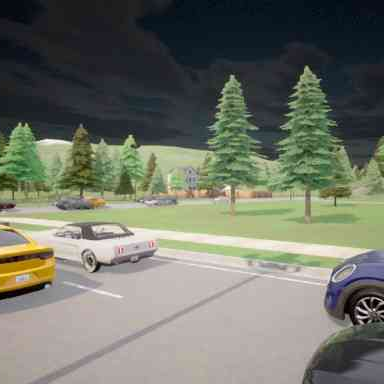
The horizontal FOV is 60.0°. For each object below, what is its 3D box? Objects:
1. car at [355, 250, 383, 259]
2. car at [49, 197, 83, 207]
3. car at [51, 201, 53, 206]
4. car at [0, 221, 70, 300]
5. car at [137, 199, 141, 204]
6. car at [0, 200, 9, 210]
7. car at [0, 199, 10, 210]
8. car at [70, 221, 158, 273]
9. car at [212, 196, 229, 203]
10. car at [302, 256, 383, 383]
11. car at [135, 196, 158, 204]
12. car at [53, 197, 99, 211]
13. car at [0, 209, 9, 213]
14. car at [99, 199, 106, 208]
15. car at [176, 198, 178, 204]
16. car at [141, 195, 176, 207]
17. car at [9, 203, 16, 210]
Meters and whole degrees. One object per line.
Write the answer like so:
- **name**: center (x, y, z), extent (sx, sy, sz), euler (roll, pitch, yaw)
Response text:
- **car**: center (4.499, 1.352, 5.067), extent (4.553, 1.767, 2.097), euler (0, 0, 36)
- **car**: center (-19.115, 1.526, 50.752), extent (1.812, 1.442, 4.674), euler (0, 0, 36)
- **car**: center (-17.206, 1.491, 47.441), extent (2.128, 1.511, 4.902), euler (0, 0, 36)
- **car**: center (-5.215, 1.478, 7.698), extent (5.008, 1.535, 1.882), euler (0, 0, 35)
- **car**: center (-7.490, 1.491, 60.717), extent (2.128, 1.511, 4.902), euler (0, 0, 36)
- **car**: center (-22.215, 1.352, 34.635), extent (2.097, 1.767, 4.553), euler (0, 0, 36)
- **car**: center (-25.756, 1.601, 41.665), extent (1.895, 1.301, 4.718), euler (0, 0, 36)
- **car**: center (-3.433, 1.601, 10.728), extent (4.718, 1.301, 1.895), euler (0, 0, 35)
- **car**: center (5.856, 1.561, 66.992), extent (1.812, 1.442, 4.674), euler (0, 0, 36)
- **car**: center (3.102, 1.505, 1.762), extent (4.892, 1.490, 1.837), euler (0, 0, 35)
- **car**: center (-8.799, 1.565, 64.803), extent (1.994, 1.385, 4.181), euler (0, 0, 37)
- **car**: center (-13.918, 1.564, 40.069), extent (1.994, 1.385, 4.181), euler (0, 0, 36)
- **car**: center (-10.839, 1.601, 15.998), extent (4.718, 1.301, 1.895), euler (0, 0, 35)
- **car**: center (-14.219, 1.477, 45.596), extent (1.882, 1.535, 5.008), euler (0, 0, 36)
- **car**: center (-4.486, 1.354, 58.906), extent (2.097, 1.767, 4.553), euler (0, 0, 36)
- **car**: center (-5.198, 1.601, 52.014), extent (1.895, 1.301, 4.718), euler (0, 0, 36)
- **car**: center (-23.414, 1.601, 38.937), extent (1.895, 1.301, 4.718), euler (0, 0, 36)
